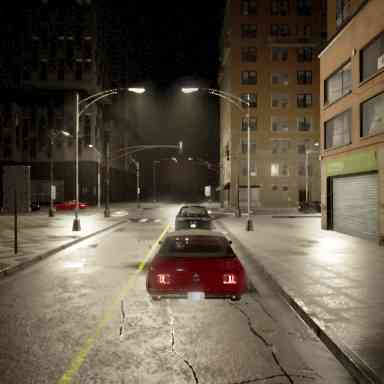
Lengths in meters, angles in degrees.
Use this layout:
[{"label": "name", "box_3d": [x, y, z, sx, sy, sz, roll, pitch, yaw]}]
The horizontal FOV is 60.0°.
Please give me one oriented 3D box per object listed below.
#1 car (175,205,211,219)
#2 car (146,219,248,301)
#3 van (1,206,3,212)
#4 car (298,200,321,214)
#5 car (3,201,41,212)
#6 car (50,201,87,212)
[{"label": "car", "box_3d": [0.058, 1.474, 18.410, 1.882, 1.535, 5.008, 0, 0, 0]}, {"label": "car", "box_3d": [0.081, 1.601, 8.261, 1.895, 1.301, 4.718, 0, 0, 0]}, {"label": "van", "box_3d": [-20.186, 1.425, 30.769, 3.998, 1.788, 1.690, 0, 0, 0]}, {"label": "car", "box_3d": [12.040, 1.415, 30.805, 4.313, 1.339, 1.947, 0, 0, 0]}, {"label": "car", "box_3d": [-20.203, 1.725, 39.293, 4.313, 1.339, 1.947, 0, 0, 0]}, {"label": "car", "box_3d": [-14.554, 1.701, 39.299, 4.206, 1.307, 1.802, 0, 0, 0]}]
